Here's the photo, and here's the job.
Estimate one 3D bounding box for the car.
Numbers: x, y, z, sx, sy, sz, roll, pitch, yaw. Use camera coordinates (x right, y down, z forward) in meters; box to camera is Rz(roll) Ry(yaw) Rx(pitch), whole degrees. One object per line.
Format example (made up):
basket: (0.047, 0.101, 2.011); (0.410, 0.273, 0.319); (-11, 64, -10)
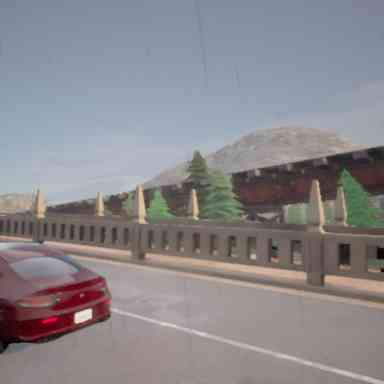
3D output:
car: (-3.523, 1.681, 6.215); (4.674, 1.442, 1.812); (0, -2, 34)
